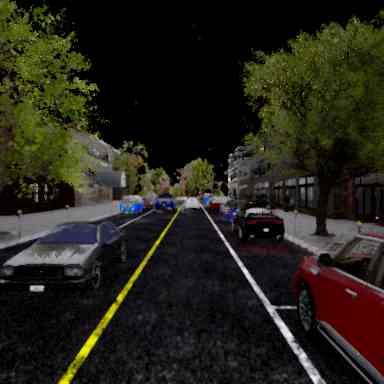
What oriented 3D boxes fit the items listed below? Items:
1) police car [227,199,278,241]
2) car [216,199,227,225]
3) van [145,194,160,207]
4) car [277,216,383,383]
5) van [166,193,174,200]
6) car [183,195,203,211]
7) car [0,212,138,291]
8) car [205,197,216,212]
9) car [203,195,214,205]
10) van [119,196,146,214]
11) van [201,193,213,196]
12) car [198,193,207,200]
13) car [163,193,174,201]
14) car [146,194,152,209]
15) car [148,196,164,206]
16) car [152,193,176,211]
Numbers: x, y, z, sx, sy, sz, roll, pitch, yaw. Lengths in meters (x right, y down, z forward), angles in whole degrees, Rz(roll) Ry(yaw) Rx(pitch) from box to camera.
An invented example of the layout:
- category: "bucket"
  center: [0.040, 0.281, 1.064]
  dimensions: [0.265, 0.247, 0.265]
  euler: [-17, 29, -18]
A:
- category: "police car"
  center: [3.127, 1.387, 16.610]
  dimensions: [1.930, 1.638, 5.238]
  euler: [0, 0, 0]
- category: "car"
  center: [3.103, 1.298, 23.471]
  dimensions: [2.097, 1.767, 4.553]
  euler: [0, 0, 0]
- category: "van"
  center: [-5.697, 1.224, 47.890]
  dimensions: [1.690, 1.788, 3.998]
  euler: [1, 0, 0]
- category: "car"
  center: [2.700, 1.307, 3.562]
  dimensions: [2.192, 1.841, 5.009]
  euler: [1, 0, 0]
- category: "van"
  center: [-5.724, 1.108, 86.691]
  dimensions: [1.690, 1.788, 3.998]
  euler: [1, 0, 0]
- category: "car"
  center: [0.042, 1.432, 39.277]
  dimensions: [1.812, 1.442, 4.674]
  euler: [0, 0, 1]
- category: "car"
  center: [-3.067, 1.526, 9.283]
  dimensions: [2.033, 1.411, 5.357]
  euler: [0, 0, 0]
- category: "car"
  center: [2.684, 1.494, 36.820]
  dimensions: [1.802, 1.307, 4.206]
  euler: [1, 0, 0]
- category: "car"
  center: [2.683, 1.423, 42.533]
  dimensions: [1.752, 1.417, 4.829]
  euler: [1, 0, 0]
- category: "van"
  center: [-5.691, 1.267, 31.261]
  dimensions: [1.690, 1.788, 3.998]
  euler: [1, 0, 0]
- category: "van"
  center: [2.681, 1.210, 53.450]
  dimensions: [1.690, 1.788, 3.998]
  euler: [1, 0, 0]
- category: "car"
  center: [2.682, 1.083, 86.707]
  dimensions: [2.192, 1.841, 5.009]
  euler: [1, 0, 0]
- category: "car"
  center: [-5.709, 1.100, 81.149]
  dimensions: [2.192, 1.841, 5.009]
  euler: [1, 0, 0]
- category: "car"
  center: [-5.697, 1.338, 42.348]
  dimensions: [1.967, 1.590, 4.097]
  euler: [1, 0, 0]
- category: "car"
  center: [-5.702, 1.419, 53.434]
  dimensions: [2.008, 1.369, 4.403]
  euler: [1, 0, 0]
- category: "car"
  center: [-3.102, 1.127, 39.867]
  dimensions: [2.150, 2.045, 5.566]
  euler: [0, 0, 0]
